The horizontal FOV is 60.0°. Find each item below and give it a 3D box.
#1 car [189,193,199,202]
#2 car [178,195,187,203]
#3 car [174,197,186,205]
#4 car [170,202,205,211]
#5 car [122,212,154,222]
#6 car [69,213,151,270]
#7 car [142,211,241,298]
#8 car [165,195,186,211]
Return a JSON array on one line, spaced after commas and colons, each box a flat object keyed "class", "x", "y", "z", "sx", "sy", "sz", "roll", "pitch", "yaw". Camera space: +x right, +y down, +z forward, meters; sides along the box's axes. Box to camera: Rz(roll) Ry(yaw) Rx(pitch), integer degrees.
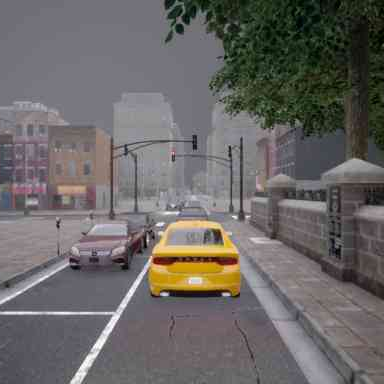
[{"class": "car", "x": 0.395, "y": 1.508, "z": 66.876, "sx": 1.812, "sy": 1.442, "sz": 4.674, "roll": 0, "pitch": 0, "yaw": 0}, {"class": "car", "x": -2.102, "y": 1.481, "z": 71.863, "sx": 1.837, "sy": 1.490, "sz": 4.892, "roll": 0, "pitch": 0, "yaw": 0}, {"class": "car", "x": -2.175, "y": 1.586, "z": 61.662, "sx": 1.895, "sy": 1.301, "sz": 4.718, "roll": 0, "pitch": 0, "yaw": 0}, {"class": "car", "x": 0.034, "y": 1.546, "z": 19.088, "sx": 2.033, "sy": 1.411, "sz": 5.357, "roll": 0, "pitch": 0, "yaw": 0}, {"class": "car", "x": -2.614, "y": 1.565, "z": 14.668, "sx": 1.947, "sy": 1.339, "sz": 4.313, "roll": 0, "pitch": 0, "yaw": 0}, {"class": "car", "x": -2.620, "y": 1.581, "z": 11.005, "sx": 1.802, "sy": 1.307, "sz": 4.206, "roll": 0, "pitch": 0, "yaw": 0}, {"class": "car", "x": 0.080, "y": 1.477, "z": 8.598, "sx": 1.882, "sy": 1.535, "sz": 5.008, "roll": 0, "pitch": 0, "yaw": 0}, {"class": "car", "x": -2.222, "y": 1.482, "z": 41.666, "sx": 2.128, "sy": 1.511, "sz": 4.902, "roll": 0, "pitch": 0, "yaw": 0}]
